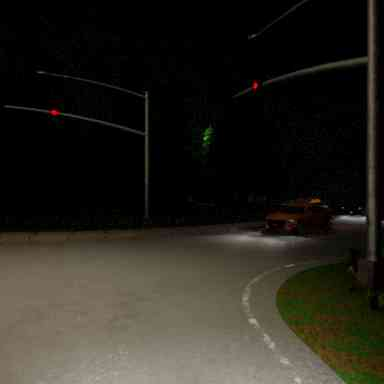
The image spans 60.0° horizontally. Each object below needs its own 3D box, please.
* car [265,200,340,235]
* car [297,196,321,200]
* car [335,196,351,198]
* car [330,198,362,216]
[{"bbox_3d":[6.163,1.451,18.915,5.008,1.535,1.882,0,0,-42],"label":"car"},{"bbox_3d":[19.596,1.451,56.078,1.882,1.535,5.008,0,0,-16],"label":"car"},{"bbox_3d":[20.758,1.325,46.367,2.097,1.767,4.553,0,0,3],"label":"car"},{"bbox_3d":[15.272,1.574,32.850,1.895,1.301,4.718,0,0,14],"label":"car"}]
